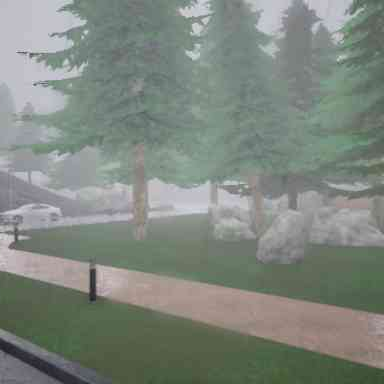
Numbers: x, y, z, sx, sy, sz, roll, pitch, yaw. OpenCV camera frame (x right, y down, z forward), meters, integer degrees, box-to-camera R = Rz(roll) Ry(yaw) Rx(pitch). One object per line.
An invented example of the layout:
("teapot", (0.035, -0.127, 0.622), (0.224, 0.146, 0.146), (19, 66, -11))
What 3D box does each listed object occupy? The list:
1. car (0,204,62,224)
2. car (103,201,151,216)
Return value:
("car", (-12.598, 1.669, 26.156), (1.812, 1.442, 4.674), (-1, 0, 35))
("car", (-6.633, 1.691, 34.497), (2.033, 1.411, 5.357), (-1, 0, 36))
